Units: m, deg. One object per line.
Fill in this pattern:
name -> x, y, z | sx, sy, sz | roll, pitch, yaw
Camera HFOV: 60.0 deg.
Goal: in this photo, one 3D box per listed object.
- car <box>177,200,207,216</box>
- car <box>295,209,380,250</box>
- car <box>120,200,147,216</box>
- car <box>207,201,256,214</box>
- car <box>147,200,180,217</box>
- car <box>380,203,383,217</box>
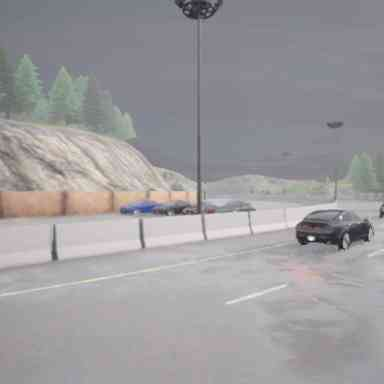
car -> 0.962, 1.611, 29.908 | 1.994, 1.385, 4.181 | 0, 0, 36
car -> 6.260, 1.509, 14.399 | 1.837, 1.490, 4.892 | 0, 0, 45
car -> -5.027, 1.550, 33.547 | 1.882, 1.535, 5.008 | 0, 0, 37
car -> 3.597, 1.539, 27.617 | 1.837, 1.490, 4.892 | 0, 0, 37
car -> -1.703, 1.537, 32.142 | 1.882, 1.535, 5.008 | 0, 0, 36
car -> 17.999, 1.592, 29.998 | 1.895, 1.301, 4.718 | 0, 0, 30
